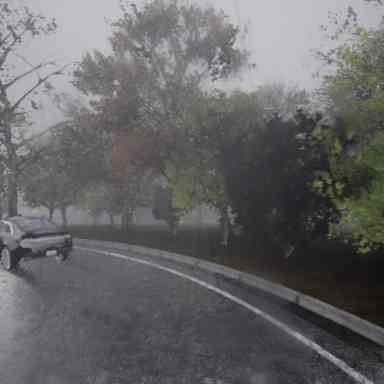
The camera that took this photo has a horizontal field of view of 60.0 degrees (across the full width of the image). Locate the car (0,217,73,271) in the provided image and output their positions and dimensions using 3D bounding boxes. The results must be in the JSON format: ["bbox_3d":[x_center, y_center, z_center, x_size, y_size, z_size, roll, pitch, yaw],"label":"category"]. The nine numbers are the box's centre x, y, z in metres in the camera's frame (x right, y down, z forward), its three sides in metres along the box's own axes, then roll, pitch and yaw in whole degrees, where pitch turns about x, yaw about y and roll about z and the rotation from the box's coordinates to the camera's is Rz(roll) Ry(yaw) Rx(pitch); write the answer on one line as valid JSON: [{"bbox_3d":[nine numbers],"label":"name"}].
[{"bbox_3d":[-5.924,1.616,11.493,4.902,1.511,2.128,-1,0,43],"label":"car"}]
